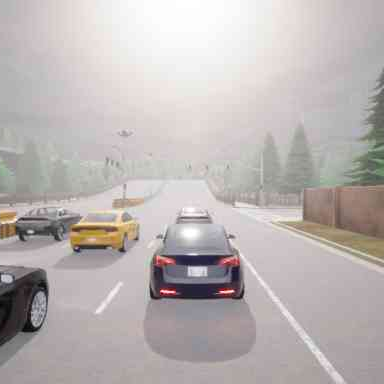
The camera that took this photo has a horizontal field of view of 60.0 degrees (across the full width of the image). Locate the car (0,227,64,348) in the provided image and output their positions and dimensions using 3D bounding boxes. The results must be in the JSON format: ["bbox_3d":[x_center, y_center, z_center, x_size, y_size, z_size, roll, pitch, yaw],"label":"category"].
[{"bbox_3d":[-3.399,1.478,3.782,1.882,1.535,5.008,0,0,0],"label":"car"}]

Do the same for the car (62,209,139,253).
[{"bbox_3d":[-3.401,1.478,13.798,1.882,1.535,5.008,0,0,0],"label":"car"}]

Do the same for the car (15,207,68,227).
[{"bbox_3d":[-6.902,1.491,16.646,2.128,1.511,4.902,0,0,0],"label":"car"}]

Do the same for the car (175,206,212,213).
[{"bbox_3d":[0.097,1.492,17.534,2.128,1.511,4.902,0,0,0],"label":"car"}]

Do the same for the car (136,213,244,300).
[{"bbox_3d":[0.100,1.504,8.444,2.163,1.488,4.792,0,0,0],"label":"car"}]
